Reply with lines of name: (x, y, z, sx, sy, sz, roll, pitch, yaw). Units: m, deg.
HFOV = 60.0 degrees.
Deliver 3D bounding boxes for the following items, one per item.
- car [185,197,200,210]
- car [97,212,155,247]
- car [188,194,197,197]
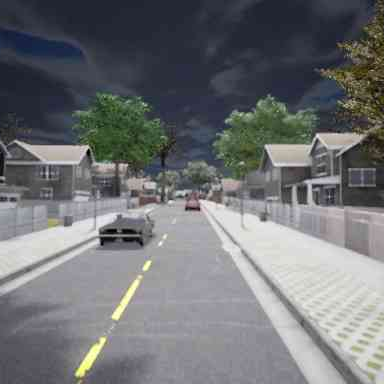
car: (0.103, 1.669, 44.064, 1.994, 1.385, 4.181, 0, 0, 0)
car: (-2.848, 1.610, 15.292, 1.895, 1.301, 4.718, 0, 0, 0)
car: (0.104, 1.447, 63.531, 2.150, 2.045, 5.566, 0, 0, 0)
